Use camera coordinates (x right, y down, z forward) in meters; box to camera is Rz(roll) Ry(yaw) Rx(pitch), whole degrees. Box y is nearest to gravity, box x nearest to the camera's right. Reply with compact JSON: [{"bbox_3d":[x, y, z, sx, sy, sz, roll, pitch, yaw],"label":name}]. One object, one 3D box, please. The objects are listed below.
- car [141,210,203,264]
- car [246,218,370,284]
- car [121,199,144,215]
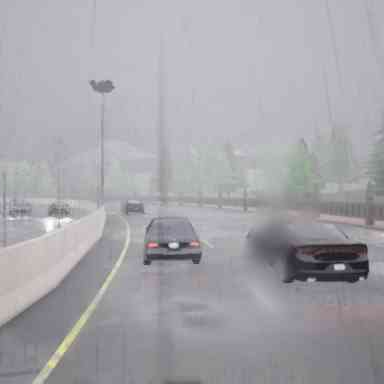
[{"bbox_3d":[-0.781,1.560,11.949,2.033,1.411,5.357,0,0,-6],"label":"car"},{"bbox_3d":[2.979,1.482,9.678,1.882,1.535,5.008,0,0,-5],"label":"car"},{"bbox_3d":[-6.317,1.518,35.050,1.882,1.535,5.008,0,0,-20],"label":"car"}]
